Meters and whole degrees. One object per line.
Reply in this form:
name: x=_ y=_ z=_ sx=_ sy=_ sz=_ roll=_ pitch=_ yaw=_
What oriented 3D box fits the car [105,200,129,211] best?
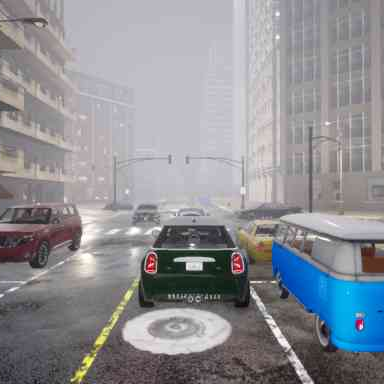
car: x=-8.743 y=1.648 z=40.056 sx=4.181 sy=1.385 sz=1.994 roll=-1 pitch=0 yaw=44

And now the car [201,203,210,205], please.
car: x=-0.030 y=1.536 z=17.141 sx=1.812 sy=1.442 sz=4.674 roll=0 pitch=0 yaw=0

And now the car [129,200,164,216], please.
car: x=-3.172 y=1.526 z=24.015 sx=1.837 sy=1.490 sz=4.892 roll=0 pitch=-1 yaw=-4

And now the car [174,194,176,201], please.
car: x=-5.446 y=1.705 z=77.053 sx=1.947 sy=1.339 sz=4.313 roll=0 pitch=0 yaw=0

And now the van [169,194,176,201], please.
van: x=-5.475 y=1.542 z=93.709 sx=1.690 sy=1.788 sz=3.998 roll=0 pitch=0 yaw=0

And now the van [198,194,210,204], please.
van: x=2.464 y=1.429 z=60.409 sx=1.690 sy=1.788 sz=3.998 roll=0 pitch=0 yaw=0

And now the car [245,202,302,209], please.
car: x=5.924 y=1.491 z=25.821 sx=5.357 sy=1.411 sz=2.033 roll=-1 pitch=0 yaw=-7

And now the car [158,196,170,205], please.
car: x=-5.416 y=1.613 z=60.225 sx=1.752 sy=1.417 sz=4.829 roll=0 pitch=0 yaw=0

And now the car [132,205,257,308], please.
car: x=0.050 y=1.355 z=8.098 sx=2.097 sy=1.767 sz=4.553 roll=0 pitch=0 yaw=0

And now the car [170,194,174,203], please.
car: x=-5.436 y=1.561 z=71.501 sx=1.967 sy=1.590 sz=4.097 roll=0 pitch=0 yaw=0

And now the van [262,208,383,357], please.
van: x=2.561 y=1.343 z=5.878 sx=1.690 sy=1.788 sz=3.998 roll=0 pitch=0 yaw=0

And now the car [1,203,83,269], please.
car: x=-5.329 y=1.321 z=11.394 sx=2.192 sy=1.841 sz=5.009 roll=0 pitch=0 yaw=0

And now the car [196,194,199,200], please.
car: x=2.424 y=1.704 z=82.618 sx=1.887 sy=1.381 sz=4.507 roll=0 pitch=0 yaw=0

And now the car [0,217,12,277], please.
car: x=-5.320 y=1.442 z=5.858 sx=1.967 sy=1.590 sz=4.097 roll=0 pitch=0 yaw=0

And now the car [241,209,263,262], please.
car: x=2.549 y=1.531 z=11.584 sx=1.752 sy=1.417 sz=4.829 roll=0 pitch=0 yaw=0
